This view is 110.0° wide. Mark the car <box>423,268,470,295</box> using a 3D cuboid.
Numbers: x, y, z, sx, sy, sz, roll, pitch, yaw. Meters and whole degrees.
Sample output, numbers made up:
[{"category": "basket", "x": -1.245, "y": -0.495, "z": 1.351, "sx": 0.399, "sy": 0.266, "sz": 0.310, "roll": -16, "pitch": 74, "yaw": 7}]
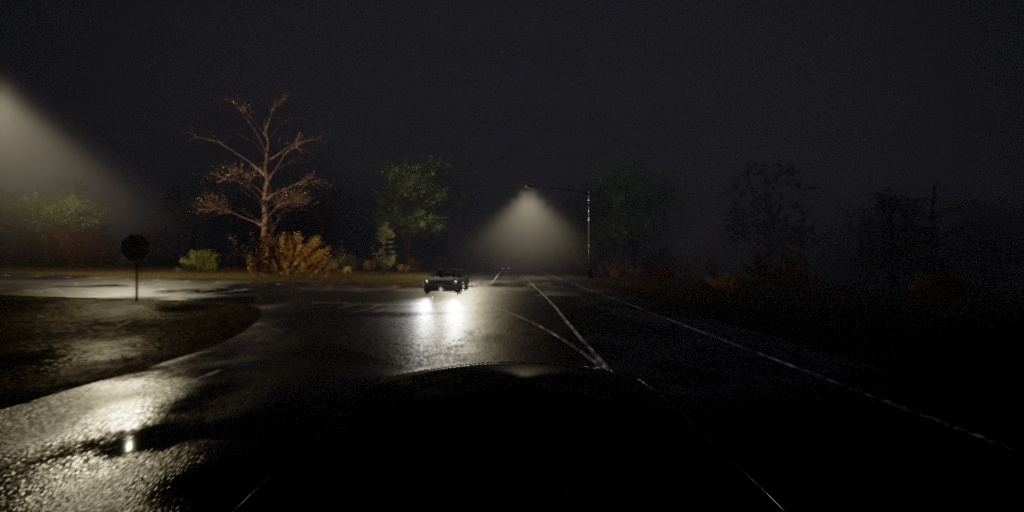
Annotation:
[{"category": "car", "x": -3.512, "y": 1.361, "z": 19.892, "sx": 1.895, "sy": 1.301, "sz": 4.718, "roll": 1, "pitch": -1, "yaw": 0}]
